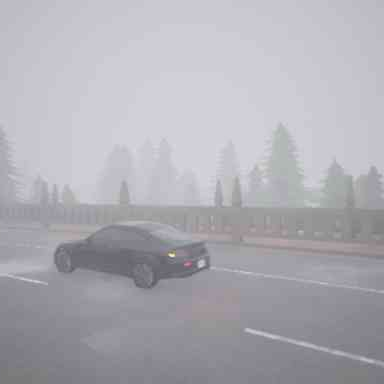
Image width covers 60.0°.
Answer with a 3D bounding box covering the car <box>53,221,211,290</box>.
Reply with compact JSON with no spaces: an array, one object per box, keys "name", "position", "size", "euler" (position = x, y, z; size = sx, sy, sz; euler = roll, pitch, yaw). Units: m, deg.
[{"name":"car","position":[-1.728,1.524,9.034],"size":[4.674,1.442,1.812],"euler":[0,0,32]}]
